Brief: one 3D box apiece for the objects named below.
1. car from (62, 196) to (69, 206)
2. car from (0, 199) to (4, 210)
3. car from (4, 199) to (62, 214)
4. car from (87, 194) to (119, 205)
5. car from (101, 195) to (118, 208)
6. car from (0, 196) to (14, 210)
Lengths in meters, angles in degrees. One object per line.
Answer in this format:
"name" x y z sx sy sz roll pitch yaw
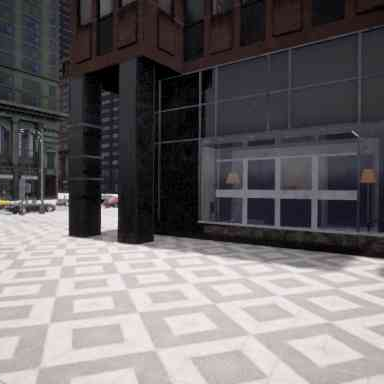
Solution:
"car" -15.986 1.131 44.496 2.008 1.369 4.403 2 2 36
"car" -18.137 1.418 26.842 1.947 1.339 4.313 2 2 36
"car" -15.007 1.341 31.216 2.008 1.369 4.403 2 2 36
"car" -12.959 1.082 48.726 1.947 1.339 4.313 2 2 36
"car" -8.748 1.243 39.963 1.802 1.307 4.206 2 2 36
"car" -22.140 1.232 35.895 1.752 1.417 4.829 2 2 36
